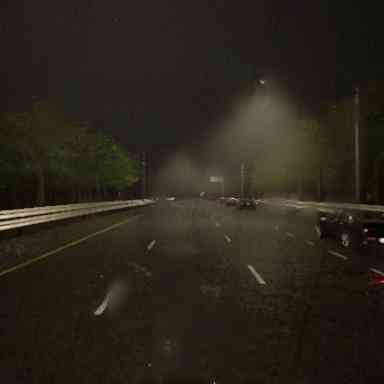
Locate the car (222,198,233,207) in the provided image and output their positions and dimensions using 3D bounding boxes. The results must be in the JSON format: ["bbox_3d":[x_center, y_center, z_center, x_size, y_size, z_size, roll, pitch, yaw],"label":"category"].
[{"bbox_3d":[7.193,2.033,61.947,1.994,1.385,4.181,0,-1,0],"label":"car"}]

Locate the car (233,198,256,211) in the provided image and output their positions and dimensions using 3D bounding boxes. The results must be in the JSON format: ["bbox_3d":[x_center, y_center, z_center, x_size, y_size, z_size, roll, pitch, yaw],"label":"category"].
[{"bbox_3d":[7.095,1.592,44.158,2.097,1.767,4.553,0,-1,0],"label":"car"}]

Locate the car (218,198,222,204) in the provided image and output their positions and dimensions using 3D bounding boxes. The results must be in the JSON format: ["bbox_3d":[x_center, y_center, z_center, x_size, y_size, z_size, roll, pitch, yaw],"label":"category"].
[{"bbox_3d":[7.314,2.207,78.419,1.812,1.442,4.674,0,-1,0],"label":"car"}]

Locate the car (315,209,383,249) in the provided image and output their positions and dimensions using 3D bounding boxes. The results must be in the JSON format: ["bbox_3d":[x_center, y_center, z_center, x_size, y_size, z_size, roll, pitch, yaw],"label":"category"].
[{"bbox_3d":[7.010,1.528,14.586,1.837,1.490,4.892,0,0,0],"label":"car"}]
